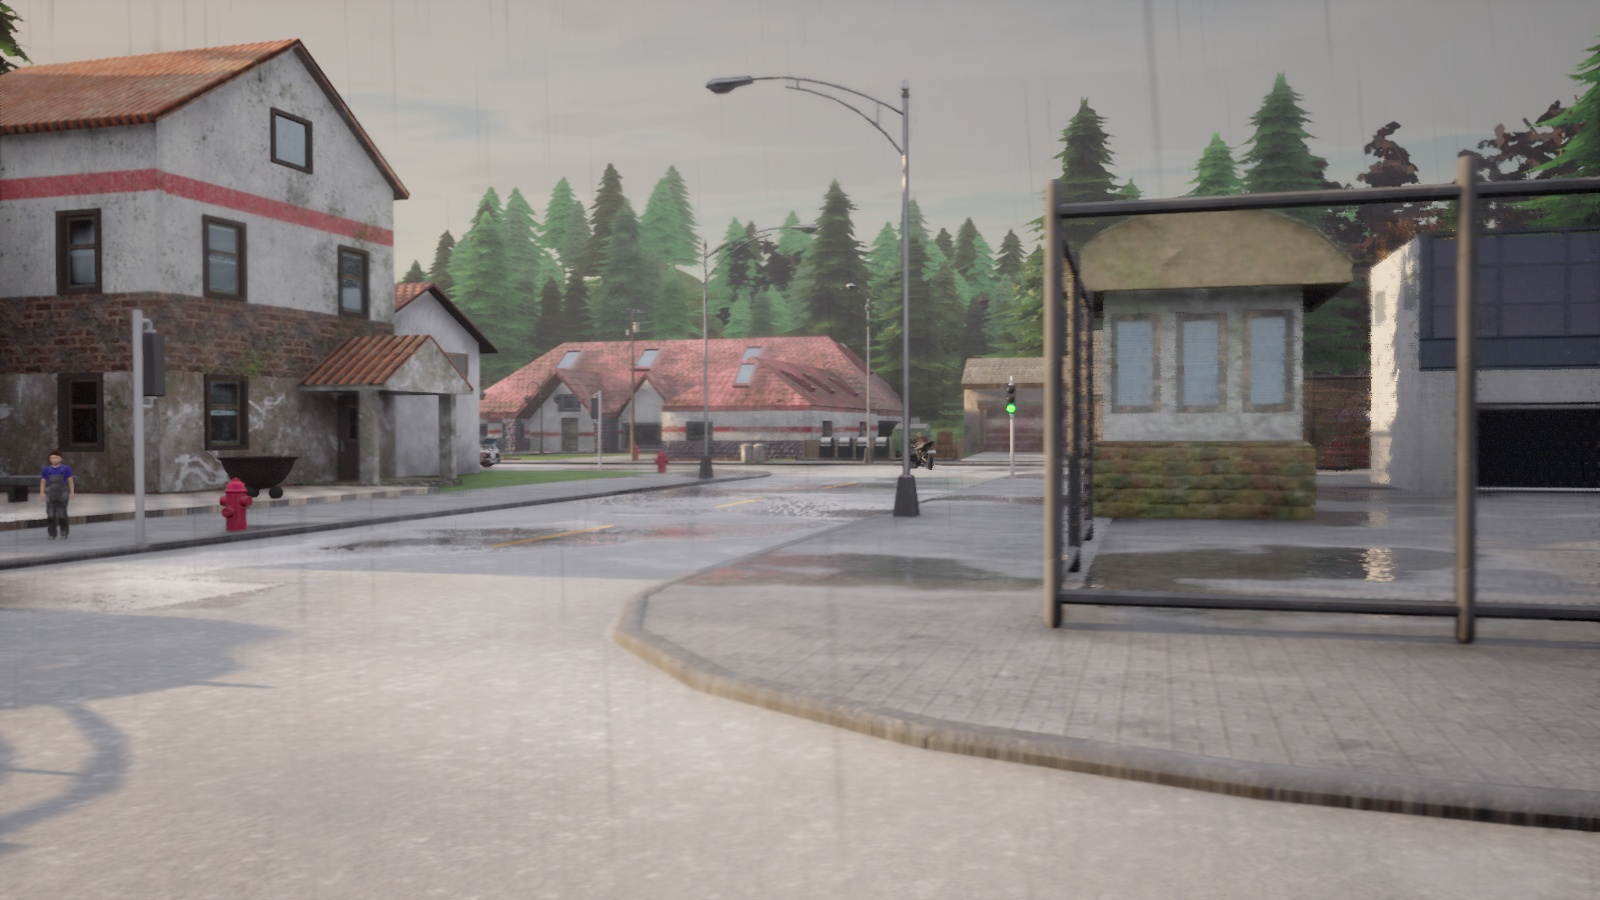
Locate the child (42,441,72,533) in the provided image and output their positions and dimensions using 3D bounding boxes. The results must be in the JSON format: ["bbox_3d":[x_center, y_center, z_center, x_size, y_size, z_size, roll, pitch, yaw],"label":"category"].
[{"bbox_3d":[-10.357,0.502,17.516,0.270,1.263,0.437,0,1,-18],"label":"child"}]

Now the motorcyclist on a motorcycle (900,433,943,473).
[{"bbox_3d":[4.846,0.106,50.276,0.866,1.530,2.191,-1,1,-18],"label":"motorcyclist on a motorcycle"}]

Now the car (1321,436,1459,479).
[{"bbox_3d":[20.955,0.233,44.790,4.193,1.474,1.816,0,1,16],"label":"car"}]

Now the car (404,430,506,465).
[{"bbox_3d":[-15.108,-0.116,55.041,3.806,1.475,1.970,0,1,15],"label":"car"}]
